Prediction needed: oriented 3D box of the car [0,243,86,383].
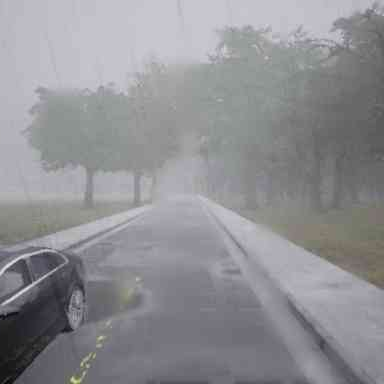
[{"bbox_3d":[-2.751,1.476,3.935,2.128,1.511,4.902,0,0,0],"label":"car"}]
